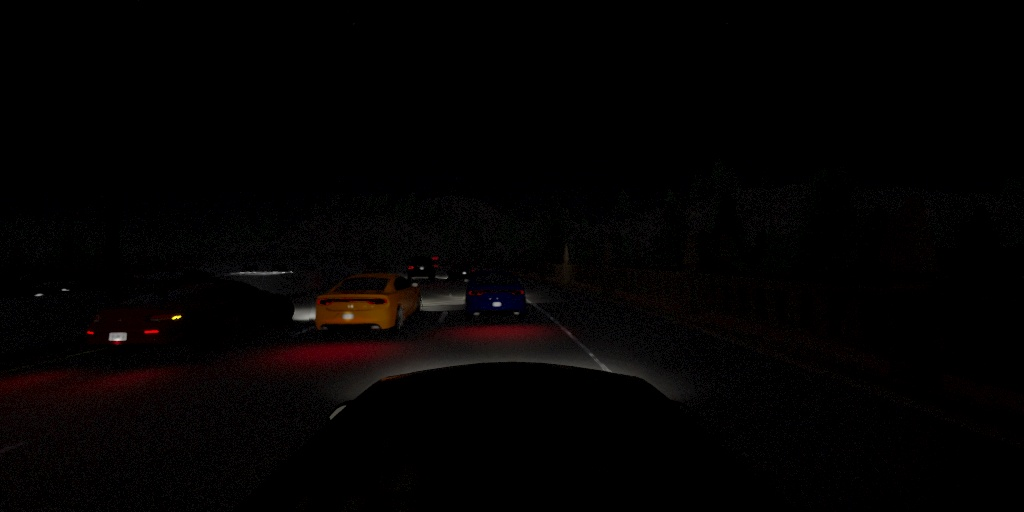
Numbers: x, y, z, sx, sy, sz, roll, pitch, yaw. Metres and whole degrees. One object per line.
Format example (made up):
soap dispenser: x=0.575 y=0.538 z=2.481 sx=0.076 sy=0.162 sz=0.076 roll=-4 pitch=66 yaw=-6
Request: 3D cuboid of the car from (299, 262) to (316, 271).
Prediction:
car: x=-31.127 y=1.592 z=54.551 sx=1.994 sy=1.385 sz=4.181 roll=0 pitch=0 yaw=-34

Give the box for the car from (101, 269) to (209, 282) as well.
car: x=-15.503 y=1.338 z=16.491 sx=1.812 sy=1.442 sz=4.674 roll=0 pitch=0 yaw=-10

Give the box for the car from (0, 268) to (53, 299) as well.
car: x=-22.618 y=1.330 z=16.591 sx=2.128 sy=1.511 sz=4.902 roll=0 pitch=0 yaw=-11

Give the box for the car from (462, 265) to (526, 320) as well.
car: x=-0.684 y=1.237 z=12.775 sx=1.882 sy=1.535 sz=5.008 roll=0 pitch=0 yaw=-6

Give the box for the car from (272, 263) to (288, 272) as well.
car: x=-34.557 y=1.651 z=53.350 sx=1.895 sy=1.301 sz=4.718 roll=0 pitch=0 yaw=-35

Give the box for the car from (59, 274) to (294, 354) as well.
car: x=-7.319 y=1.300 z=8.795 sx=1.812 sy=1.442 sz=4.674 roll=0 pitch=0 yaw=-4

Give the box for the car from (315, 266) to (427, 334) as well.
car: x=-3.988 y=1.245 z=10.740 sx=1.882 sy=1.535 sz=5.008 roll=0 pitch=0 yaw=-5

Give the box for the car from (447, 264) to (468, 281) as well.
car: x=-4.473 y=1.365 z=31.358 sx=1.994 sy=1.385 sz=4.181 roll=0 pitch=0 yaw=-16

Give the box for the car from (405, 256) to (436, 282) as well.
car: x=-7.616 y=1.033 z=29.888 sx=2.150 sy=2.045 sz=5.566 roll=0 pitch=0 yaw=-16

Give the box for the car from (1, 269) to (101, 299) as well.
car: x=-18.994 y=1.388 z=16.070 sx=1.994 sy=1.385 sz=4.181 roll=0 pitch=0 yaw=-10

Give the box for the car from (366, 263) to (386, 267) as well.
car: x=-11.358 y=1.319 z=30.080 sx=2.128 sy=1.511 sz=4.902 roll=0 pitch=0 yaw=-17
